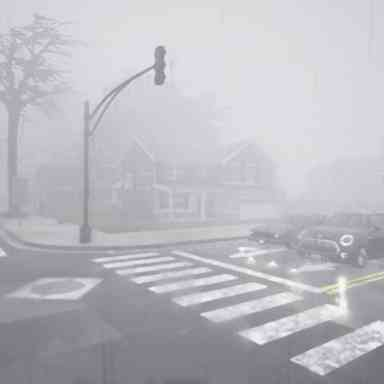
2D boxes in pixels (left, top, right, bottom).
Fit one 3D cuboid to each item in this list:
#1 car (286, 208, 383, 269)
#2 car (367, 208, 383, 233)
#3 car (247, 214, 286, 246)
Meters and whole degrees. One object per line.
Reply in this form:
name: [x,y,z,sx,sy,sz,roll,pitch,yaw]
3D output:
car: [5.750,1.469,11.779,4.553,1.767,2.097,1,0,-35]
car: [13.651,1.784,21.408,5.357,1.411,2.033,1,0,-35]
car: [5.026,1.678,15.256,5.357,1.411,2.033,1,0,-35]
